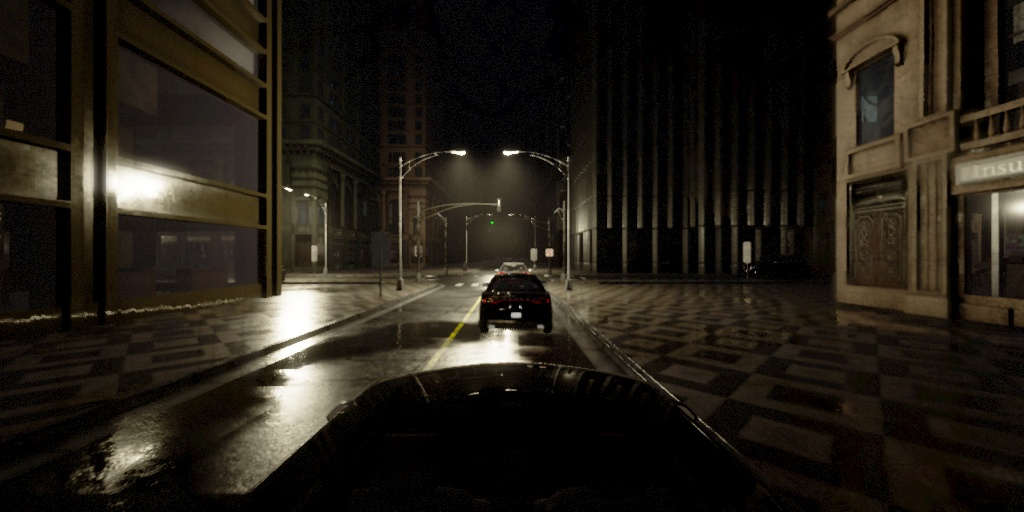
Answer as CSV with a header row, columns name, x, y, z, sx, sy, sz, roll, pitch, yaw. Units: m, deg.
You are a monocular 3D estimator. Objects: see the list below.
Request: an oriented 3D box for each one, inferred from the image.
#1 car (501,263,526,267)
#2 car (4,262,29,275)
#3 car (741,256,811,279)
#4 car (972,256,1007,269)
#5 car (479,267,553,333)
name,x,y,z,sx,sy,sz,roll,pitch,yaw
car,0.092,1.162,20.891,2.097,1.767,4.553,0,0,0
car,-44.918,1.273,33.479,5.008,1.535,1.882,0,0,1
car,24.659,1.038,33.521,5.566,2.045,2.150,0,0,0
car,46.584,0.981,33.418,5.566,2.045,2.150,0,0,0
car,0.097,1.257,10.910,1.882,1.535,5.008,0,0,0
